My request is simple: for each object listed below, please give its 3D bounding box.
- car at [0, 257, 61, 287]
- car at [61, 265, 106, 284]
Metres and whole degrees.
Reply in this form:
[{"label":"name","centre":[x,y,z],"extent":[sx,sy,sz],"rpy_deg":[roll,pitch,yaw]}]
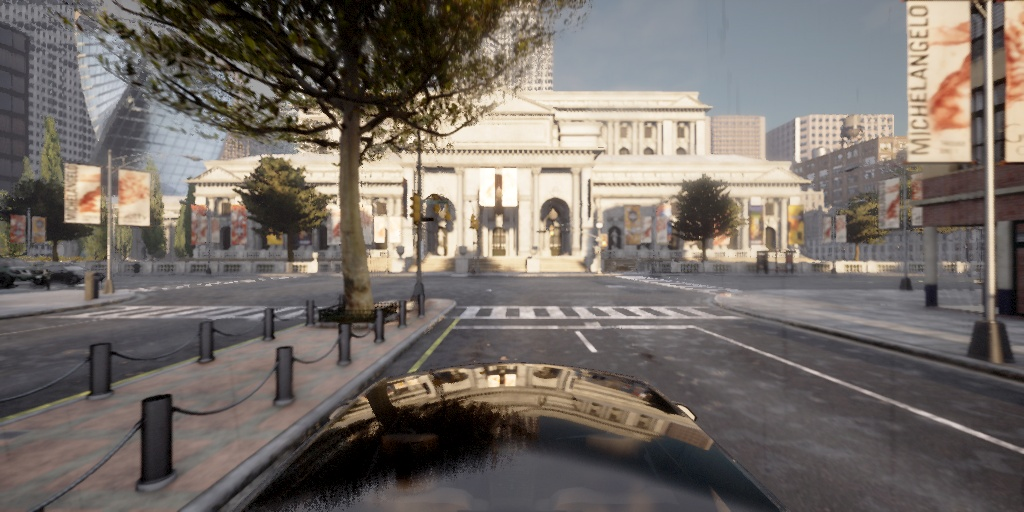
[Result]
[{"label":"car","centre":[-35.709,1.095,24.963],"extent":[5.566,2.045,2.150],"rpy_deg":[0,0,0]},{"label":"car","centre":[-35.243,1.418,28.446],"extent":[4.674,1.442,1.812],"rpy_deg":[0,0,0]}]
